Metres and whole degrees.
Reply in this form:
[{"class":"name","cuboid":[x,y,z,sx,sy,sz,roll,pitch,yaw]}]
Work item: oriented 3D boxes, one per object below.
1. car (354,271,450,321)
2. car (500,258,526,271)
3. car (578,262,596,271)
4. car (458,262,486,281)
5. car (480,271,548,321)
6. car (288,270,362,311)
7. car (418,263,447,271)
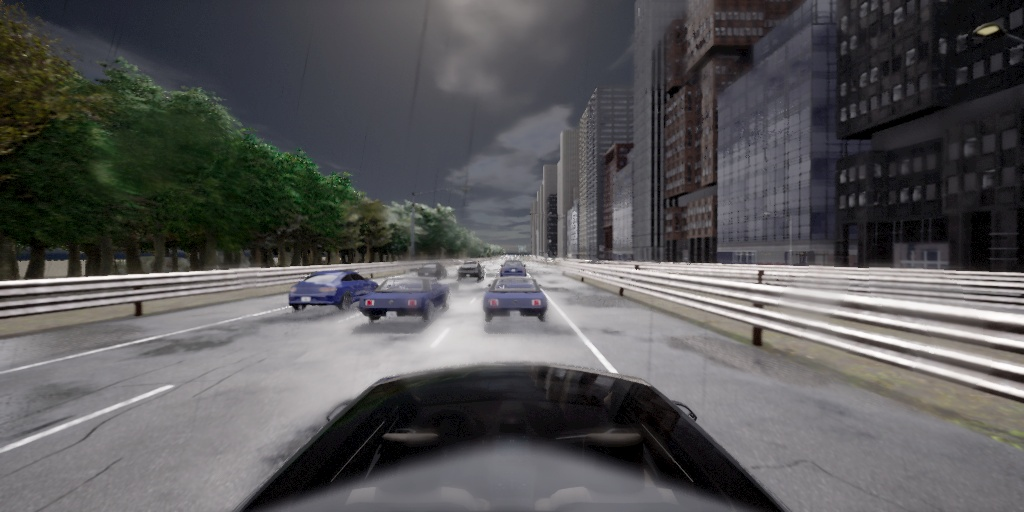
[{"class":"car","cuboid":[-3.398,1.359,12.375,1.895,1.301,4.718,0,0,0]},{"class":"car","cuboid":[0.106,1.129,29.917,2.097,1.767,4.553,0,0,0]},{"class":"car","cuboid":[9.837,1.405,45.714,1.994,1.385,4.181,0,0,-13]},{"class":"car","cuboid":[-3.394,1.282,30.272,1.837,1.490,4.892,0,0,0]},{"class":"car","cuboid":[0.102,1.358,12.394,1.895,1.301,4.718,0,0,0]},{"class":"car","cuboid":[-6.896,1.285,14.292,1.812,1.442,4.674,0,0,0]},{"class":"car","cuboid":[-6.894,1.305,31.266,1.812,1.442,4.674,0,0,0]}]
